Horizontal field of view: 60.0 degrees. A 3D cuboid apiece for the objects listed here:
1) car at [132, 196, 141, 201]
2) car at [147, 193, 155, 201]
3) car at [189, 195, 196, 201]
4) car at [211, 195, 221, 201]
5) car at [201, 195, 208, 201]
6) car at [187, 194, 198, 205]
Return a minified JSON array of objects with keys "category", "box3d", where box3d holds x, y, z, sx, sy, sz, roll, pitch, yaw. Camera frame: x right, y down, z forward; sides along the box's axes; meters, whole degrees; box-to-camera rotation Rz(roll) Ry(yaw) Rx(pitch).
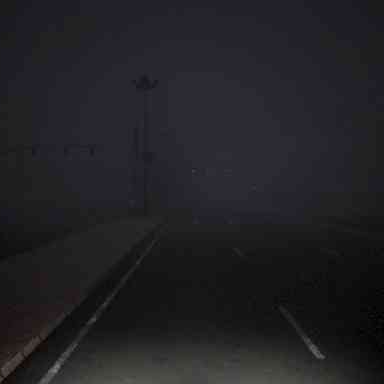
[{"category":"car","box3d":[-14.911,1.720,90.265,2.128,1.511,4.902,0,0,0]},{"category":"car","box3d":[-11.411,1.420,90.211,2.150,2.045,5.566,0,0,0]},{"category":"car","box3d":[0.118,1.717,94.400,2.128,1.511,4.902,0,0,0]},{"category":"car","box3d":[7.122,1.552,94.821,2.097,1.767,4.553,0,0,0]},{"category":"car","box3d":[3.619,1.790,94.488,1.895,1.301,4.718,0,0,0]},{"category":"car","box3d":[0.024,1.489,63.494,2.097,1.767,4.553,0,0,0]}]
